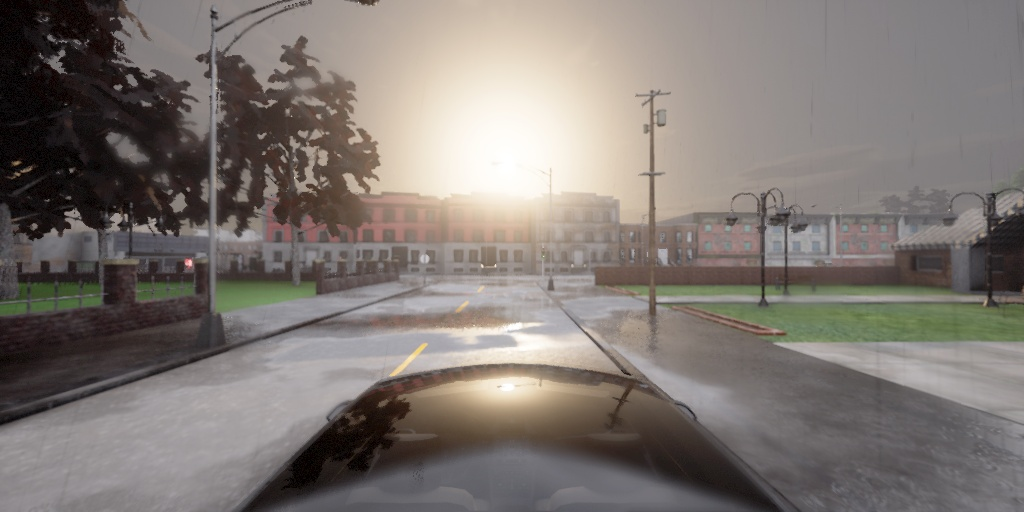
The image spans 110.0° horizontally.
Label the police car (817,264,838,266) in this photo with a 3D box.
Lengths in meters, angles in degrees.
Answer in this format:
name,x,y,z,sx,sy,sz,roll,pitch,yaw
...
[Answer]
name,x,y,z,sx,sy,sz,roll,pitch,yaw
police car,36.505,1.703,41.874,4.974,1.542,2.038,0,0,0
